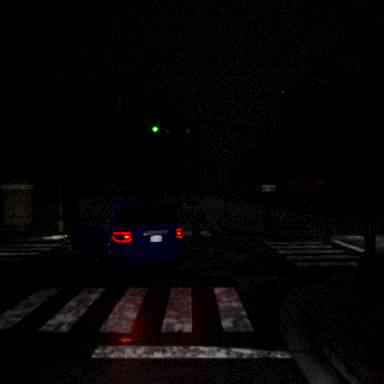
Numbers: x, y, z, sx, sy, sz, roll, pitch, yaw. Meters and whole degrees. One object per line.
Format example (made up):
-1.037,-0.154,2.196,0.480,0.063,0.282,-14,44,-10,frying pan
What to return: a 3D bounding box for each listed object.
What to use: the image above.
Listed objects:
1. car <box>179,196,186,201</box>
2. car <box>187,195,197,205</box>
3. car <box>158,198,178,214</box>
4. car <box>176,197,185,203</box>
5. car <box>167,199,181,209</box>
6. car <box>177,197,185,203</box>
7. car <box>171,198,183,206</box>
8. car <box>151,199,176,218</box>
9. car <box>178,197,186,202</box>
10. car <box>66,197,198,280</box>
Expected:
-2.644,1.966,94.260,1.947,1.339,4.313,-1,0,0,car
0.000,1.567,66.186,2.097,1.767,4.553,0,0,0,car
-2.641,1.518,37.374,1.967,1.590,4.097,0,0,0,car
-2.643,1.826,77.195,1.887,1.381,4.507,0,0,0,car
-2.642,1.706,48.752,1.802,1.307,4.206,0,0,0,car
-2.643,1.864,82.883,1.887,1.381,4.507,0,0,0,car
-2.643,1.731,60.129,2.008,1.369,4.403,0,0,0,car
-2.642,1.499,31.686,1.967,1.590,4.097,0,0,0,car
-2.644,1.909,88.572,2.008,1.369,4.403,-1,0,0,car
-2.277,1.242,10.377,2.150,2.045,5.566,0,0,-32,car
